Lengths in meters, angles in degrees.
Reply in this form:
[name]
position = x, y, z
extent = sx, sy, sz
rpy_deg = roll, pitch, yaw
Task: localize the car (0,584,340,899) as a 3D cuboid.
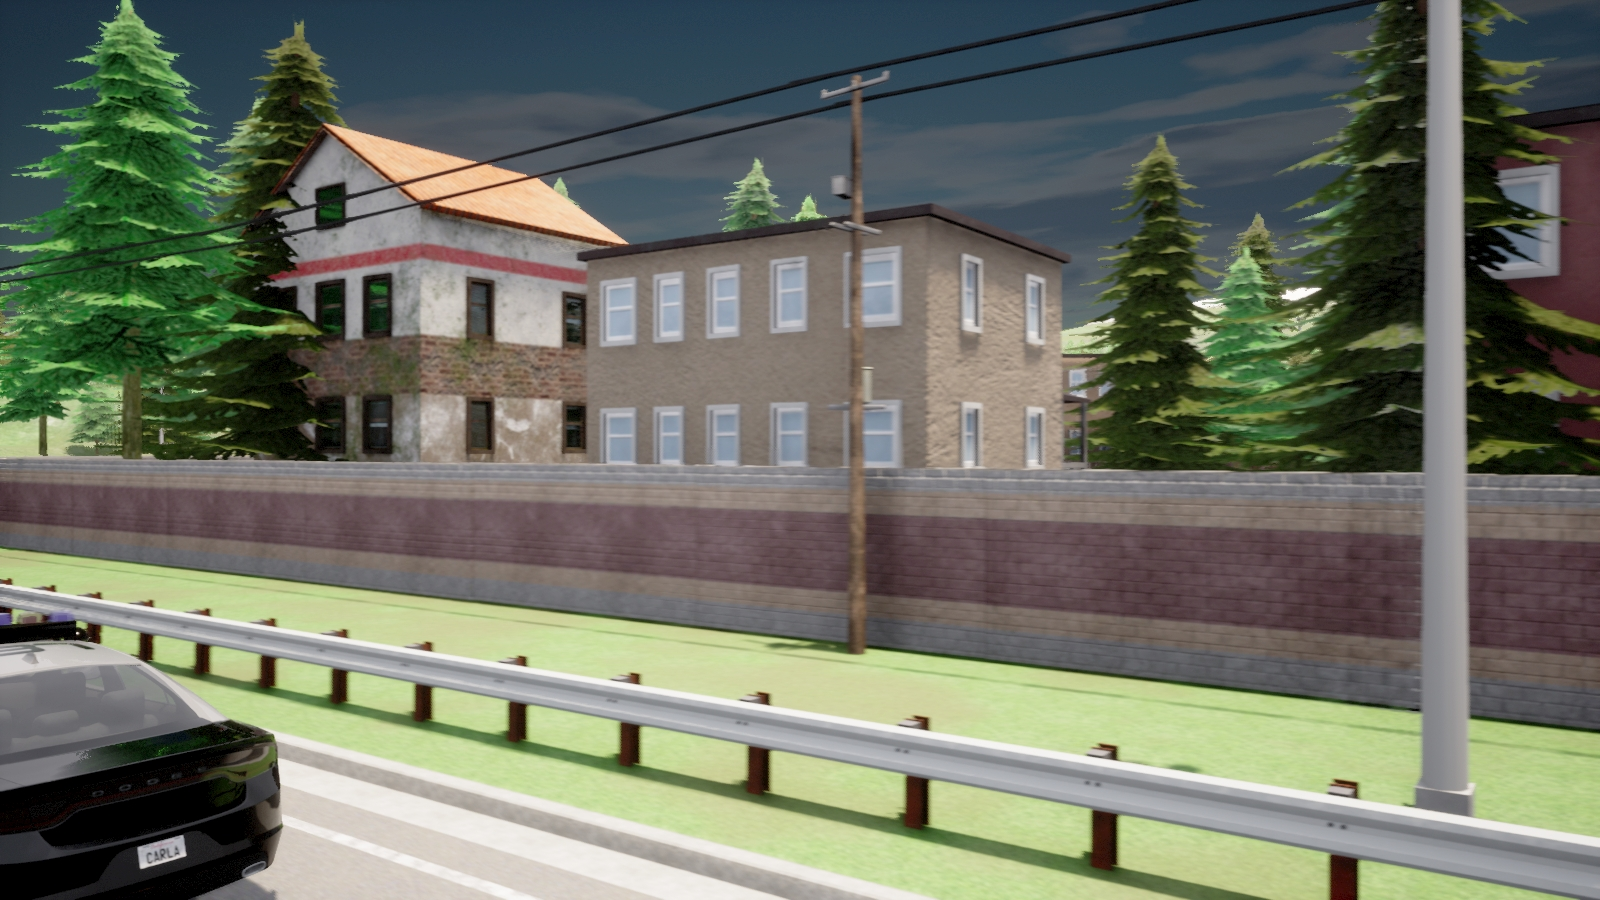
[car]
position = -5.587, 1.982, 7.697
extent = 5.238, 1.638, 2.097
rpy_deg = 0, 0, 35
